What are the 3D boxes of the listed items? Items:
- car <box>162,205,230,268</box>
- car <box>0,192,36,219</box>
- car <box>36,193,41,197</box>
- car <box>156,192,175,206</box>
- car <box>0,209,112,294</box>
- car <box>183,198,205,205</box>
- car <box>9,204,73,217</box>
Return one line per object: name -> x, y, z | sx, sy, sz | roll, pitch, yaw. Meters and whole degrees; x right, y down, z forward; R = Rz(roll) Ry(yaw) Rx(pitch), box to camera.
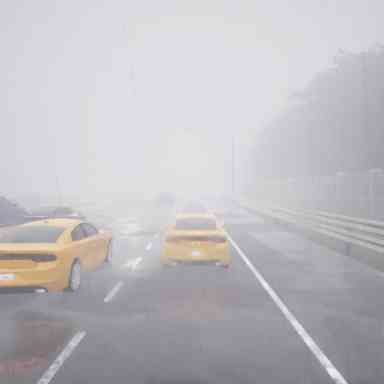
car -> 0.115, 1.438, 11.126 | 1.882, 1.535, 5.008 | 0, 0, 0
car -> -10.370, 1.138, 16.682 | 2.150, 2.045, 5.566 | 0, 1, 0
car -> -24.298, 0.766, 49.532 | 1.882, 1.535, 5.008 | 0, 1, 1
car -> -3.314, 0.804, 42.446 | 2.097, 1.767, 4.553 | 0, 1, 0
car -> -3.491, 1.451, 8.775 | 1.882, 1.535, 5.008 | 0, 0, 0
car -> 0.190, 1.266, 29.190 | 1.812, 1.442, 4.674 | 0, 1, 0
car -> -6.869, 1.420, 16.795 | 1.837, 1.490, 4.892 | 0, 1, 0
